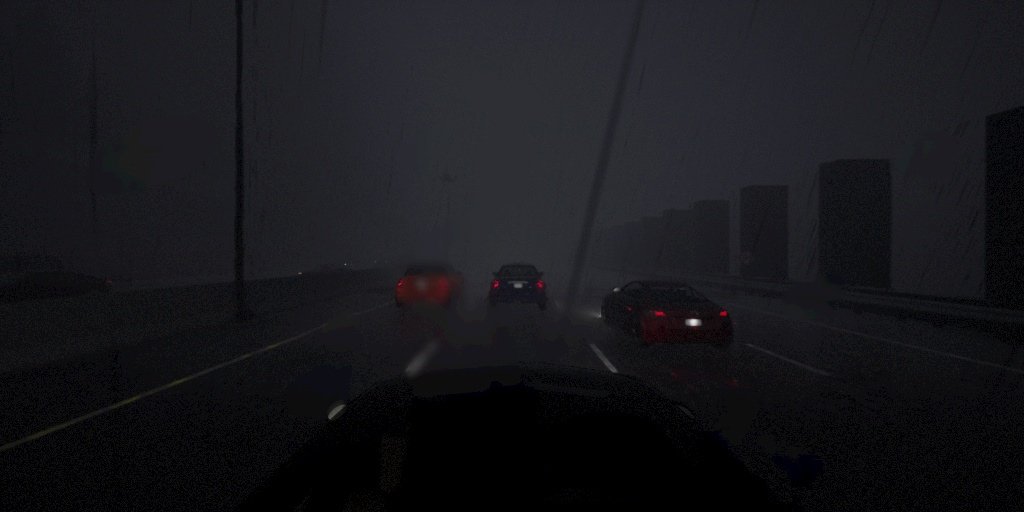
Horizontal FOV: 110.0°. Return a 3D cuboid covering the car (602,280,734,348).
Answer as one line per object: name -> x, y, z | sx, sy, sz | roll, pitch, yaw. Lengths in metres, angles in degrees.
car -> 3.668, 1.291, 9.195 | 1.994, 1.385, 4.181 | 0, 0, 1

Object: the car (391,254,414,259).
car -> -17.128, 0.771, 57.618 | 2.150, 2.045, 5.566 | 0, 0, -1

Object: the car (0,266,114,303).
car -> -17.480, 1.228, 12.963 | 1.812, 1.442, 4.674 | 0, 0, 1

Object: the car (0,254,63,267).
car -> -20.970, 0.920, 13.764 | 2.150, 2.045, 5.566 | 0, 0, 1

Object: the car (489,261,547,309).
car -> 0.261, 1.057, 14.719 | 2.097, 1.767, 4.553 | 0, 0, 1

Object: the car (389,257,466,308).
car -> -3.229, 1.053, 15.145 | 2.097, 1.767, 4.553 | 0, 0, 1

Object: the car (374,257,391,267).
car -> -20.648, 0.897, 58.086 | 2.097, 1.767, 4.553 | 0, 0, -1

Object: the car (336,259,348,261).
car -> -24.021, 1.132, 50.651 | 1.994, 1.385, 4.181 | 0, 0, 0

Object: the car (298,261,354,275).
car -> -13.696, 1.258, 26.592 | 1.895, 1.301, 4.718 | 0, 0, 1
